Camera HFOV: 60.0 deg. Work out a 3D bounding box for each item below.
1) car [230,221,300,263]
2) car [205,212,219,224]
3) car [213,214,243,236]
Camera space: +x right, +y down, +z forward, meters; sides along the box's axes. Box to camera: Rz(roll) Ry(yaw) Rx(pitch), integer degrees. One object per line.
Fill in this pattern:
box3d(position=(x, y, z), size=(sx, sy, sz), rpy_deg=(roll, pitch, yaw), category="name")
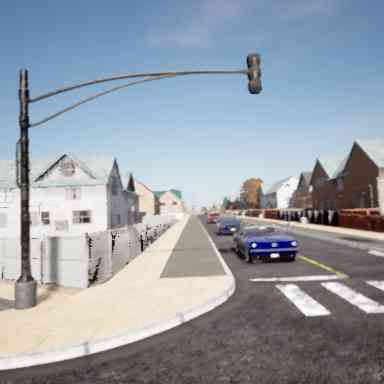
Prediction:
box3d(position=(2.971, 2.073, 14.079), size=(1.895, 1.301, 4.718), rpy_deg=(-2, -3, 0), category="car")
box3d(position=(3.228, 3.701, 47.279), size=(1.882, 1.535, 5.008), rpy_deg=(-2, -3, 1), category="car")
box3d(position=(3.044, 2.681, 26.539), size=(1.994, 1.385, 4.181), rpy_deg=(-2, -3, 0), category="car")
